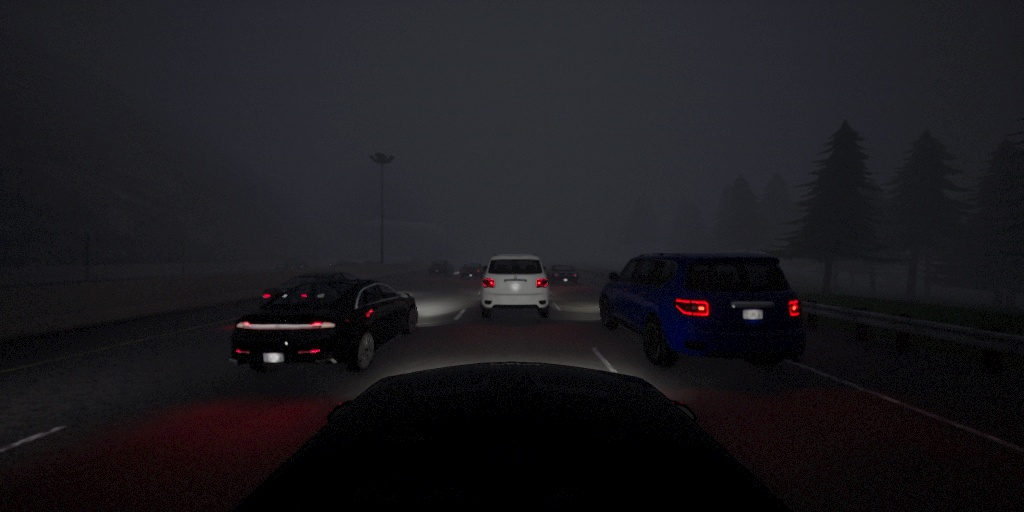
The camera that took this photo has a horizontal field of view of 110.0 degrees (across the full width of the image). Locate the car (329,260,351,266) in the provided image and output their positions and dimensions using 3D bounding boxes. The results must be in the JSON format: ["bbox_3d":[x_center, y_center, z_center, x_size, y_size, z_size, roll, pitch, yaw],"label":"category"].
[{"bbox_3d":[-21.094,1.269,45.548,1.895,1.301,4.718,0,0,0],"label":"car"}]

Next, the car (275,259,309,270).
[{"bbox_3d":[-28.086,1.159,45.895,2.128,1.511,4.902,0,0,0],"label":"car"}]

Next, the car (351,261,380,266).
[{"bbox_3d":[-17.598,1.272,44.287,1.895,1.301,4.718,0,0,0],"label":"car"}]

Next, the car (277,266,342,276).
[{"bbox_3d":[-6.903,1.276,13.453,2.033,1.411,5.357,0,0,0],"label":"car"}]

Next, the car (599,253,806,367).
[{"bbox_3d":[3.598,0.960,8.041,2.150,2.045,5.566,0,0,0],"label":"car"}]

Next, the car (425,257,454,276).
[{"bbox_3d":[-6.909,1.179,35.390,2.128,1.511,4.902,0,0,0],"label":"car"}]

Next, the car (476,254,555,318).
[{"bbox_3d":[0.098,0.950,13.101,2.150,2.045,5.566,0,0,0],"label":"car"}]

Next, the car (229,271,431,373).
[{"bbox_3d":[-3.401,1.231,7.543,2.128,1.511,4.902,0,0,0],"label":"car"}]

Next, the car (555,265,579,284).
[{"bbox_3d":[3.593,1.305,26.266,1.895,1.301,4.718,0,0,0],"label":"car"}]

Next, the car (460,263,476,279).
[{"bbox_3d":[-3.408,1.295,31.847,1.895,1.301,4.718,0,0,0],"label":"car"}]
